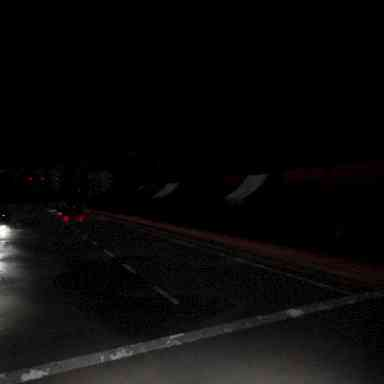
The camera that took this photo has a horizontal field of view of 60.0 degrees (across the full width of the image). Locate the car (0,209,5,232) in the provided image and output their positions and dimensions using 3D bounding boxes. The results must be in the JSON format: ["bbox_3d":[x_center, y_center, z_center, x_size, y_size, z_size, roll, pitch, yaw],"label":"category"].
[{"bbox_3d":[-12.599,1.965,19.903,1.895,1.301,4.718,-1,0,-26],"label":"car"}]

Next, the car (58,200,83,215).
[{"bbox_3d":[-14.396,1.797,39.826,2.097,1.767,4.553,-1,0,-26],"label":"car"}]

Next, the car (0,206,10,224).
[{"bbox_3d":[-17.019,1.981,29.021,2.128,1.511,4.902,-1,0,-26],"label":"car"}]
